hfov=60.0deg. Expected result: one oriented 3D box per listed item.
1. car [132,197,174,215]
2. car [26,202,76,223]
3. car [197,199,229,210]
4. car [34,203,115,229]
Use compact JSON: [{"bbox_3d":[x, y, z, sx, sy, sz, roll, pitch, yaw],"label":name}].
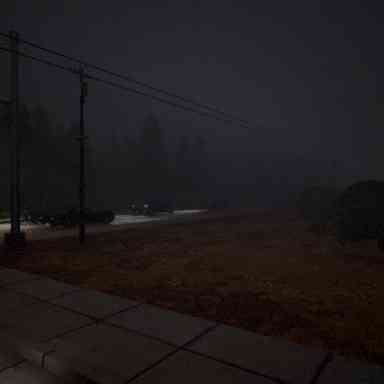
[{"bbox_3d":[-3.803,1.306,32.943,2.097,1.767,4.553,0,0,37],"label":"car"},{"bbox_3d":[-9.800,1.513,24.859,1.837,1.490,4.892,0,0,37],"label":"car"},{"bbox_3d":[2.644,1.497,41.614,1.895,1.301,4.718,0,0,37],"label":"car"},{"bbox_3d":[-7.411,1.605,21.867,1.895,1.301,4.718,0,0,37],"label":"car"}]
